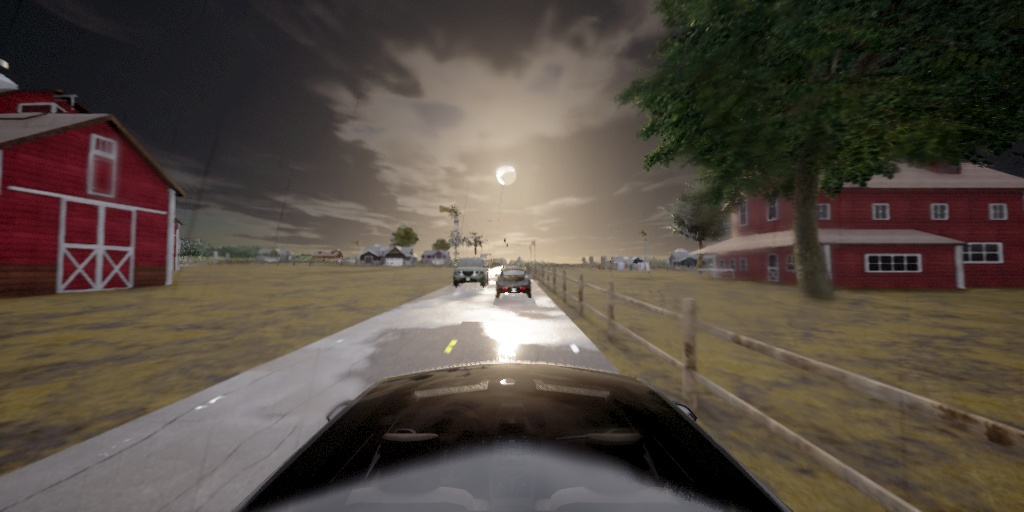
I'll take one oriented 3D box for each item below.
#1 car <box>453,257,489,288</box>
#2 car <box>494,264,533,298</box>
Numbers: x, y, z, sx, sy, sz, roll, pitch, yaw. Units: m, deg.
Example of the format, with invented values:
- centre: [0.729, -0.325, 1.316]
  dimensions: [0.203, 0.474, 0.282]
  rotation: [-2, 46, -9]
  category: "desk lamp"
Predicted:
- centre: [-2.846, 1.123, 25.891]
  dimensions: [2.150, 2.045, 5.566]
  rotation: [0, 0, 0]
  category: "car"
- centre: [0.085, 1.358, 19.471]
  dimensions: [1.837, 1.490, 4.892]
  rotation: [0, 0, 0]
  category: "car"
